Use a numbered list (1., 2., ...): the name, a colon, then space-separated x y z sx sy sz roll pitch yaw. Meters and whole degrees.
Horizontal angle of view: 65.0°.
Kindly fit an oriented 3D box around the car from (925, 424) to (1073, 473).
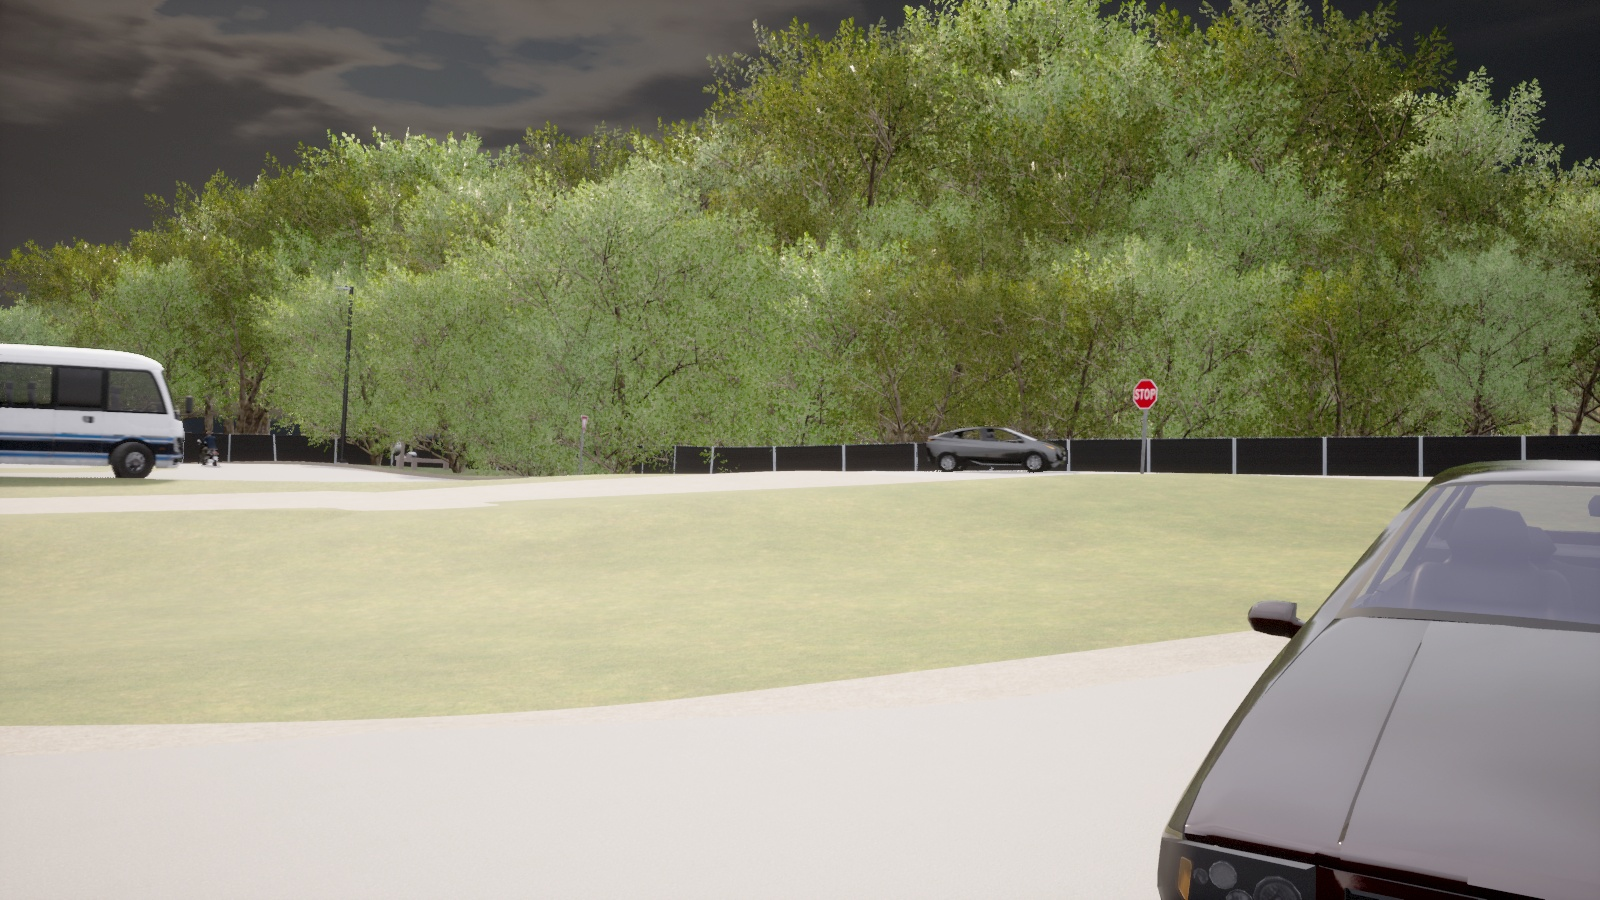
1. car: 6.571 -0.044 41.338 4.514 1.525 2.007 0 0 20

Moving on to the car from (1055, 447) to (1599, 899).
1. car: 2.824 0.751 4.233 2.033 1.411 5.357 2 2 33

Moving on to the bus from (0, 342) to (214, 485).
1. bus: -24.707 -1.262 40.357 10.273 4.253 3.944 2 2 -29

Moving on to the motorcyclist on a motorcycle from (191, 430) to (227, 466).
1. motorcyclist on a motorcycle: -26.760 -0.099 56.858 1.817 1.590 0.866 2 2 44
